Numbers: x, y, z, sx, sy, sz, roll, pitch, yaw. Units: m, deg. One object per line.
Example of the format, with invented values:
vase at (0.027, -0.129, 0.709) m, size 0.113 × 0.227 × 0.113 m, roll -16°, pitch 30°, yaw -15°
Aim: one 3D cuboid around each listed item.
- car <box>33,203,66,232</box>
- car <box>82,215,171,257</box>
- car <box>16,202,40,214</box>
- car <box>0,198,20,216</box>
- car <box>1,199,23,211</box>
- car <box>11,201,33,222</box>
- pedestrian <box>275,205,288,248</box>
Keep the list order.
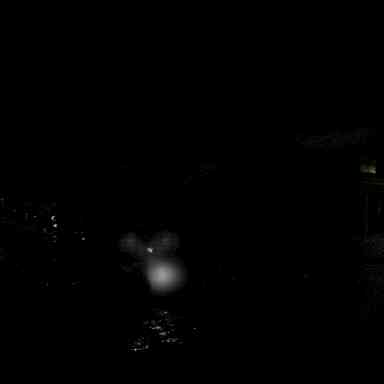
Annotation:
car at (-8.597, 1.601, 21.736) m, size 2.097 × 1.767 × 4.553 m, roll 3°, pitch -2°, yaw -36°
car at (-2.928, 1.677, 13.703) m, size 2.033 × 1.411 × 5.357 m, roll 3°, pitch -2°, yaw -35°
car at (-21.672, 2.100, 43.847) m, size 1.837 × 1.490 × 4.892 m, roll 3°, pitch -2°, yaw -38°
car at (-20.768, 1.671, 38.082) m, size 2.150 × 2.045 × 5.566 m, roll 3°, pitch -2°, yaw -38°
car at (-27.924, 2.015, 51.483) m, size 2.097 × 1.767 × 4.553 m, roll 3°, pitch -2°, yaw -40°
car at (-14.540, 1.861, 29.852) m, size 1.837 × 1.490 × 4.892 m, roll 3°, pitch -2°, yaw -37°
pedestrian at (3.801, 1.442, 14.159) m, size 0.375 × 1.860 × 0.375 m, roll 2°, pitch -1°, yaw -35°
